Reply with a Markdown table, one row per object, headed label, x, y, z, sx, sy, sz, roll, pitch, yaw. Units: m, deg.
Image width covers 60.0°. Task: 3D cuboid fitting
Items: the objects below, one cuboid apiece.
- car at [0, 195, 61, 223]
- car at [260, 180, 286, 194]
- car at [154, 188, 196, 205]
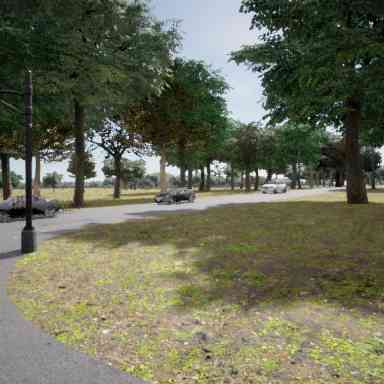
| label | x | y | z | sx | sy | sz | roll | pitch | yaw |
| --- | --- | --- | --- | --- | --- | --- | --- | --- | --- |
| car | -10.718 | 1.001 | 20.797 | 2.128 | 1.511 | 4.902 | -1 | 2 | 38 |
| car | 12.518 | -0.726 | 50.850 | 2.150 | 2.045 | 5.566 | -1 | 1 | 38 |
| car | -1.607 | 0.409 | 32.615 | 2.128 | 1.511 | 4.902 | -1 | 2 | 38 |
